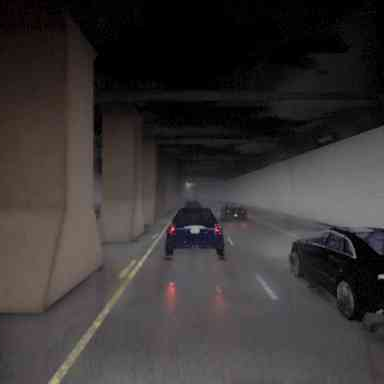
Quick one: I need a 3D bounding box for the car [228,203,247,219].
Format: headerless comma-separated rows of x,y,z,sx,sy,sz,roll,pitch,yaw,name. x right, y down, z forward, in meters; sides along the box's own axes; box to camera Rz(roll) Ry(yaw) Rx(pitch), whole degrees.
3.608,1.632,29.534,1.895,1.301,4.718,0,0,0,car

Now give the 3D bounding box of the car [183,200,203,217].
0.095,1.559,32.131,1.812,1.442,4.674,0,0,0,car

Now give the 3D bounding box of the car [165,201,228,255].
0.104,1.366,13.605,2.097,1.767,4.553,0,0,0,car

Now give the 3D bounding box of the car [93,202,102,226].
-7.093,1.517,23.730,2.128,1.511,4.902,0,0,0,car

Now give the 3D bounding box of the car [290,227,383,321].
3.603,1.499,7.263,2.128,1.511,4.902,0,0,0,car
